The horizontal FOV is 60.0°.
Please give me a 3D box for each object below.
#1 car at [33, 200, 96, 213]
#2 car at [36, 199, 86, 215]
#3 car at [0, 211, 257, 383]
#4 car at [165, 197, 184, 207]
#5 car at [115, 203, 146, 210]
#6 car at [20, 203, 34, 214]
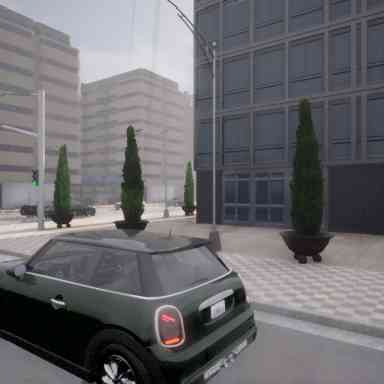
[{"bbox_3d":[-10.557,1.656,28.422,1.895,1.301,4.718,0,0,35],"label":"car"},{"bbox_3d":[-14.052,1.560,35.953,1.837,1.490,4.892,0,0,35],"label":"car"},{"bbox_3d":[-1.433,1.352,5.015,4.553,1.767,2.097,0,0,35],"label":"car"},{"bbox_3d":[-2.208,1.560,52.712,1.837,1.490,4.892,0,0,35],"label":"car"},{"bbox_3d":[-8.157,1.581,44.293,1.812,1.442,4.674,0,0,35],"label":"car"},{"bbox_3d":[-13.164,1.533,30.793,1.882,1.535,5.008,0,0,35],"label":"car"}]
